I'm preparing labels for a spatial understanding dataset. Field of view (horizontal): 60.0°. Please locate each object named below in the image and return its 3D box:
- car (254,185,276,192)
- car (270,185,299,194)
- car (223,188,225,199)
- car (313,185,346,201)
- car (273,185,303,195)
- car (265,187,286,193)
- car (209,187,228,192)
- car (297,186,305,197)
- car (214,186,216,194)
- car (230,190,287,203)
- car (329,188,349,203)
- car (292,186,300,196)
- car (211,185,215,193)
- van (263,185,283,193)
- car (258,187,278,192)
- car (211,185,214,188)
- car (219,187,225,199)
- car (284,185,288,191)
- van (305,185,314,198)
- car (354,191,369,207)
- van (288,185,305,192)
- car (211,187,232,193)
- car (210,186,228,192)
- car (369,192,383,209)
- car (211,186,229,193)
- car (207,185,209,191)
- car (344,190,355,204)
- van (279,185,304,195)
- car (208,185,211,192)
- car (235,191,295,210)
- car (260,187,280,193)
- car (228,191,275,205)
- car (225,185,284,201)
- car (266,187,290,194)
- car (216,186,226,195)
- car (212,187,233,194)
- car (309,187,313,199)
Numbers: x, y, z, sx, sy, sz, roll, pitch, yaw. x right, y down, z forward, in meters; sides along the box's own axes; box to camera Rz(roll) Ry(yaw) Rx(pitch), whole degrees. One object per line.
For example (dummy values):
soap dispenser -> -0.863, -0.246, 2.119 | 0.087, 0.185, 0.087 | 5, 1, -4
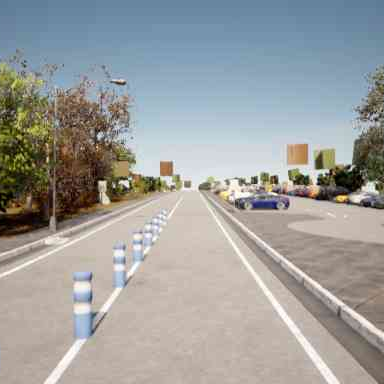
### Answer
car -> 20.367, -1.000, 92.432 | 5.566, 2.045, 2.435 | 0, 1, 0
car -> 20.203, -0.533, 72.921 | 5.566, 2.045, 2.435 | 0, 1, 0
car -> 6.902, 0.560, 42.614 | 4.892, 1.521, 2.231 | 0, 2, 0
car -> 20.026, 0.214, 45.238 | 5.566, 2.045, 2.435 | 0, 2, 0
car -> 20.180, -0.467, 70.152 | 5.566, 2.045, 2.435 | 0, 1, 0
car -> 20.305, -0.444, 81.361 | 4.674, 1.452, 2.002 | 0, 1, 0
car -> 7.311, -0.745, 92.556 | 5.008, 1.535, 2.097 | 0, 1, 0
car -> 20.098, 0.228, 53.677 | 4.792, 1.488, 2.163 | 0, 2, 1
car -> 7.088, 0.015, 62.027 | 4.792, 1.488, 2.163 | 0, 1, 0
car -> 6.830, 0.830, 34.290 | 5.008, 1.535, 2.097 | 0, 2, 0
car -> 19.766, 0.643, 39.712 | 5.366, 1.575, 1.946 | 0, 2, 0
car -> 20.120, 0.154, 56.315 | 4.792, 1.488, 2.163 | 0, 1, 0
car -> 7.100, -0.185, 70.354 | 4.792, 1.488, 2.163 | 0, 1, 0
van -> 20.442, -0.776, 84.124 | 4.442, 1.987, 1.878 | 0, 1, 0
car -> 20.366, -0.680, 89.544 | 5.008, 1.535, 2.097 | 0, 1, 0
car -> 7.124, -0.251, 73.129 | 4.792, 1.488, 2.163 | 0, 1, 0
car -> 6.733, 0.465, 45.390 | 5.366, 1.575, 1.946 | 0, 2, 0
car -> 20.143, -0.017, 61.851 | 5.008, 1.535, 2.097 | 0, 1, 0
van -> 20.162, 0.057, 50.899 | 4.442, 1.987, 1.878 | 0, 2, 0
car -> 19.875, 0.856, 34.174 | 4.792, 1.488, 2.163 | 0, 2, 0
van -> 20.006, -0.173, 59.061 | 4.442, 1.987, 1.878 | 0, 1, 0
car -> 7.217, -0.479, 81.454 | 4.892, 1.521, 2.231 | 0, 1, 0
car -> 7.262, -0.804, 89.777 | 4.553, 1.767, 2.185 | 0, 1, 0
car -> 19.913, 0.788, 31.525 | 4.553, 1.767, 2.185 | 0, 2, 0
car -> 7.238, -0.738, 87.002 | 4.553, 1.767, 2.185 | 0, 1, 0
car -> 7.061, -0.549, 84.231 | 5.366, 1.575, 1.946 | 0, 1, 0
car -> 19.925, 0.777, 36.943 | 4.674, 1.452, 2.002 | 0, 2, 0
van -> 20.068, -0.375, 67.385 | 4.442, 1.987, 1.878 | 0, 1, 0
car -> 6.991, -0.350, 75.905 | 5.366, 1.575, 1.946 | 0, 1, 0
car -> 6.772, 0.951, 31.517 | 4.792, 1.488, 2.163 | 0, 2, 0
car -> 20.346, -0.573, 86.775 | 4.674, 1.452, 2.002 | 0, 1, 0
car -> 7.057, 0.646, 39.838 | 5.366, 1.575, 1.946 | 0, 2, 0
car -> 6.877, 0.489, 37.056 | 5.566, 2.045, 2.435 | 0, 2, 0
car -> 20.272, -0.415, 78.467 | 5.008, 1.535, 2.097 | 0, 1, 0
car -> 6.781, 0.283, 51.060 | 5.366, 1.575, 1.946 | 0, 2, 0
car -> 7.206, -0.412, 78.679 | 4.892, 1.521, 2.231 | 0, 1, 0
car -> 19.993, 0.405, 48.016 | 4.792, 1.488, 2.163 | 0, 2, 0
